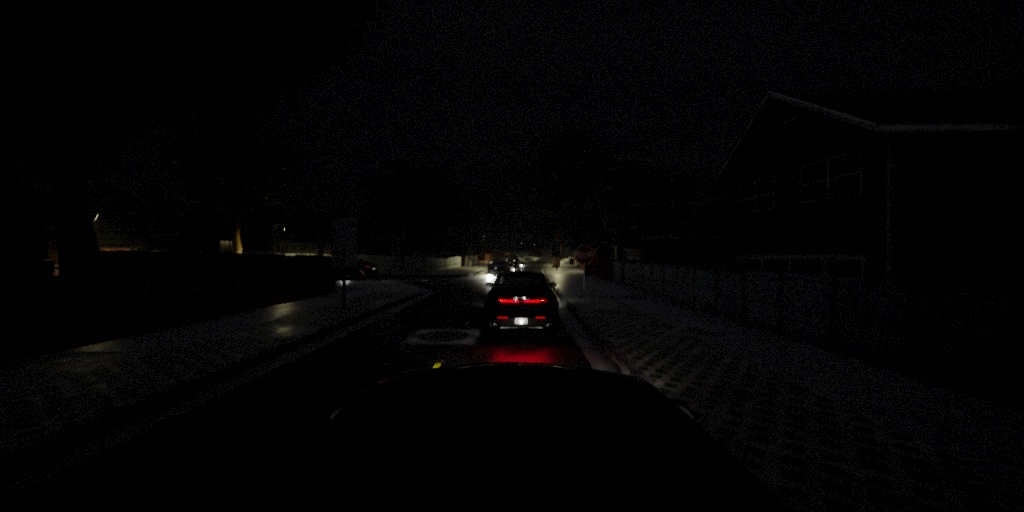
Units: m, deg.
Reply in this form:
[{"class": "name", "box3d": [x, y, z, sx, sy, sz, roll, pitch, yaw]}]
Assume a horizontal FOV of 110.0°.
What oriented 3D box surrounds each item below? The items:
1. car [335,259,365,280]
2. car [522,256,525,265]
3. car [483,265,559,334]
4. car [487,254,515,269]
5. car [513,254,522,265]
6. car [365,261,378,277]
[{"class": "car", "box3d": [-12.639, 0.789, 23.388, 5.008, 1.535, 1.882, 1, 0, 3]}, {"class": "car", "box3d": [1.004, 0.573, 57.015, 1.812, 1.442, 4.674, 0, 1, 8]}, {"class": "car", "box3d": [0.257, 1.175, 10.336, 1.837, 1.490, 4.892, 0, 0, 1]}, {"class": "car", "box3d": [-1.289, 0.873, 36.675, 2.128, 1.511, 4.902, 0, 1, 6]}, {"class": "car", "box3d": [-0.293, 0.576, 46.470, 2.097, 1.767, 4.553, 0, 1, 8]}, {"class": "car", "box3d": [-12.125, 0.868, 26.413, 4.181, 1.385, 1.994, 1, 0, 2]}]
